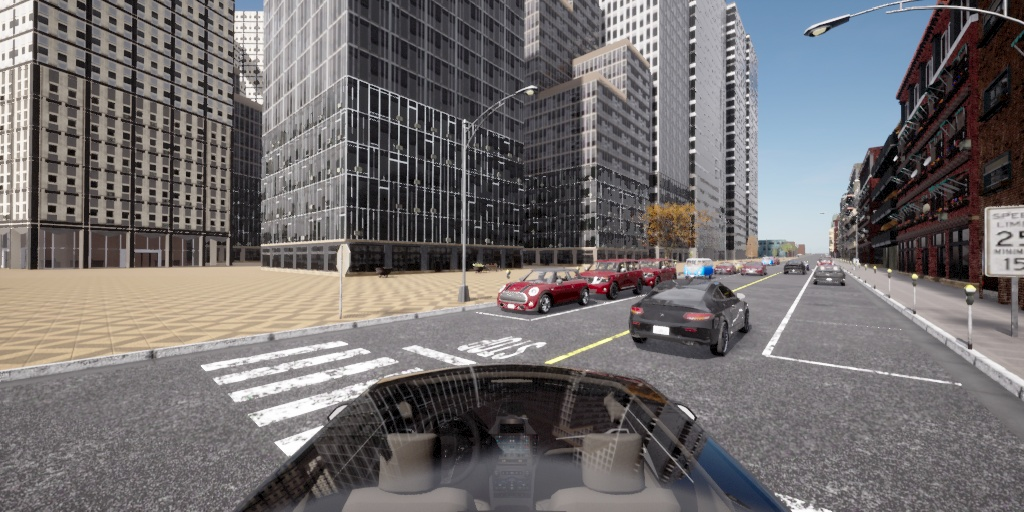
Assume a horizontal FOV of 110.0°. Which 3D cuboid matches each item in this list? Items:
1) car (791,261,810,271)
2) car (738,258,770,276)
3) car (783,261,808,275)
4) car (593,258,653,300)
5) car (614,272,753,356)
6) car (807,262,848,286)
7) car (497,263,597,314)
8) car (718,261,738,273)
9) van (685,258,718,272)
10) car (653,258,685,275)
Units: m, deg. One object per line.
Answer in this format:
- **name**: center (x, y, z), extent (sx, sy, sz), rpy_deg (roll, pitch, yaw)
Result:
- **car**: center (39.300, 1.333, 48.825), extent (1.895, 1.301, 4.718), rpy_deg (0, 0, 41)
- **car**: center (25.197, 1.275, 37.268), extent (1.812, 1.442, 4.674), rpy_deg (0, 0, 41)
- **car**: center (31.163, 1.250, 39.437), extent (1.837, 1.490, 4.892), rpy_deg (0, 0, 41)
- **car**: center (4.971, 1.069, 18.044), extent (2.192, 1.841, 5.009), rpy_deg (0, 0, 41)
- **car**: center (4.405, 1.278, 8.705), extent (1.812, 1.442, 4.674), rpy_deg (0, 0, 41)
- **car**: center (22.413, 1.304, 25.369), extent (2.007, 1.370, 4.403), rpy_deg (0, 0, 41)
- **car**: center (1.273, 1.193, 13.778), extent (1.967, 1.591, 4.097), rpy_deg (0, 0, 41)
- **car**: center (23.466, 1.331, 39.377), extent (1.802, 1.307, 4.207), rpy_deg (0, 0, 41)
- **van**: center (16.068, 1.095, 30.844), extent (1.690, 1.789, 3.998), rpy_deg (0, 0, 41)
- **car**: center (8.670, 1.070, 22.311), extent (2.192, 1.841, 5.009), rpy_deg (0, 0, 41)
